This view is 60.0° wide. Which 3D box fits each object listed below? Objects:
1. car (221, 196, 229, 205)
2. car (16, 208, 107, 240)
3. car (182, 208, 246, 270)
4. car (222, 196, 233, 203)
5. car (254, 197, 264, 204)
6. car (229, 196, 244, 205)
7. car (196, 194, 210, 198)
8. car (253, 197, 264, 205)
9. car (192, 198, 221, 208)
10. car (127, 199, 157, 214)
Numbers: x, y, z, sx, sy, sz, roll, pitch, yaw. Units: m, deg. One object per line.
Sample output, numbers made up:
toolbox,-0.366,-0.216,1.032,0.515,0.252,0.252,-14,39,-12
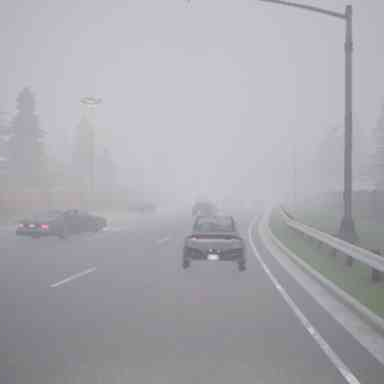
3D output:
car,5.763,1.832,66.130,1.895,1.301,4.718,0,0,14
car,-6.379,1.545,16.984,2.033,1.411,5.357,0,0,14
car,0.790,1.530,11.254,2.128,1.511,4.902,0,0,5
car,8.176,1.674,75.807,1.812,1.442,4.674,0,0,14
car,15.260,1.887,75.292,1.994,1.385,4.181,0,0,14
car,9.052,1.802,64.850,2.033,1.411,5.357,0,0,14
car,2.269,1.428,66.572,2.150,2.045,5.566,0,0,14
car,13.478,1.861,67.988,1.994,1.385,4.181,0,0,15
car,1.313,1.608,33.371,1.837,1.490,4.892,0,-1,14
car,-5.290,1.549,35.825,2.128,1.511,4.902,0,0,14
